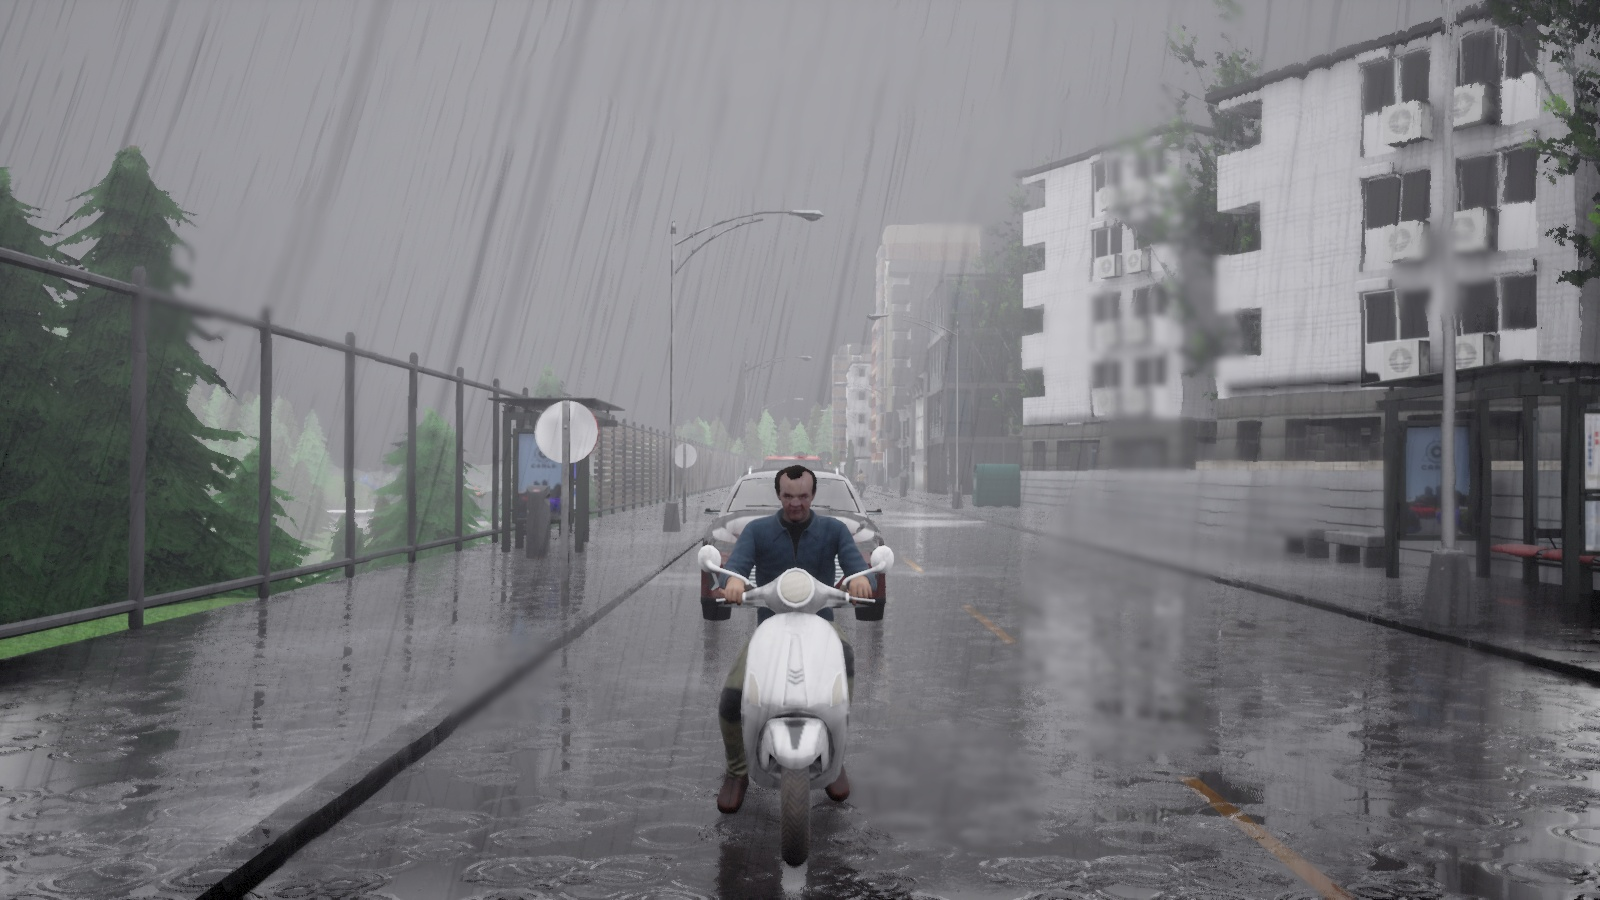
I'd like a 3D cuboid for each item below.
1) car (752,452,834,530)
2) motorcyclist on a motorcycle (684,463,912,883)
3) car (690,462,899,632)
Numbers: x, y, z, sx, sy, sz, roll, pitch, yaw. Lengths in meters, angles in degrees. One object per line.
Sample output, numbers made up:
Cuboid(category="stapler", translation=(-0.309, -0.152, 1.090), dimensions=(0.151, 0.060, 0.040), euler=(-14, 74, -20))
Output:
Cuboid(category="car", translation=(-0.198, 1.137, 35.917), dimensions=(2.150, 2.045, 5.566), euler=(0, -1, 0))
Cuboid(category="motorcyclist on a motorcycle", translation=(-0.014, 0.863, 5.695), dimensions=(0.866, 1.590, 1.817), euler=(0, -1, 0))
Cuboid(category="car", translation=(-0.070, 0.991, 14.704), dimensions=(2.033, 1.649, 4.856), euler=(0, -1, 0))
